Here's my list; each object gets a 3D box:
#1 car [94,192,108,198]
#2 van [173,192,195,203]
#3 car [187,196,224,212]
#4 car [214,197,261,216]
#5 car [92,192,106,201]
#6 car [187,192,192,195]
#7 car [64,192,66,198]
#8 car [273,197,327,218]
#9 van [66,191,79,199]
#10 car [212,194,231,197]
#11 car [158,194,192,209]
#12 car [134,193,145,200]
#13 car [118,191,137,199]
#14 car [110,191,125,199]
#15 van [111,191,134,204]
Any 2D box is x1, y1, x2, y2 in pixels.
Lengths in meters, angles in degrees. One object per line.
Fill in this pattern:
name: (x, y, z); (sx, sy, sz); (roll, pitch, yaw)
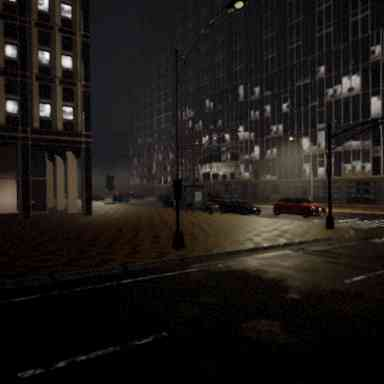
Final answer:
car: (-23.826, 0.693, 87.051); (2.008, 1.369, 4.403); (0, 1, -34)
van: (-1.385, 0.860, 54.197); (1.690, 1.788, 3.998); (0, 1, -34)
car: (1.220, 1.393, 35.335); (1.802, 1.307, 4.206); (0, 1, -34)
car: (4.412, 1.429, 30.630); (1.947, 1.339, 4.313); (0, 1, -34)
car: (-17.923, 1.044, 63.554); (2.008, 1.369, 4.403); (0, 1, -34)
car: (-2.245, 1.181, 45.199); (1.837, 1.490, 4.892); (-1, 1, -34)
car: (-30.746, 0.717, 82.325); (1.967, 1.590, 4.097); (0, 1, -34)
car: (9.166, 1.212, 28.472); (2.097, 1.767, 4.553); (-1, 1, -34)
van: (-27.540, 0.672, 77.631); (1.690, 1.788, 3.998); (0, 1, -34)
car: (3.591, 1.122, 36.636); (2.097, 1.767, 4.553); (-1, 1, -34)
car: (-1.938, 1.324, 40.060); (1.947, 1.339, 4.313); (0, 1, -34)
car: (-11.002, 0.941, 68.280); (1.802, 1.307, 4.206); (0, 1, -34)
car: (-14.209, 0.620, 72.970); (2.192, 1.841, 5.009); (0, 1, -34)
car: (-17.415, 0.691, 77.664); (1.967, 1.590, 4.097); (0, 1, -34)
van: (-11.510, 0.942, 54.165); (1.690, 1.788, 3.998); (0, 1, -34)
